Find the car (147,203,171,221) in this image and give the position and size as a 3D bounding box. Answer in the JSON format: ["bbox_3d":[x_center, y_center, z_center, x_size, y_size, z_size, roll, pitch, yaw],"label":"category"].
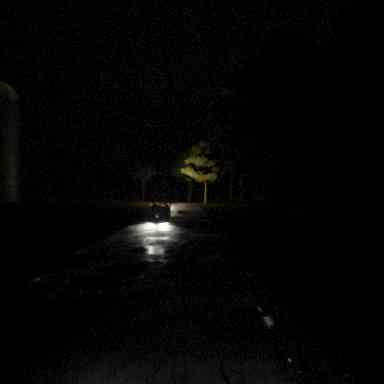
[{"bbox_3d":[-2.902,1.787,30.070,2.128,1.511,4.902,0,-1,0],"label":"car"}]
